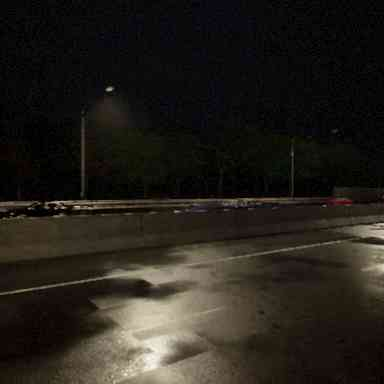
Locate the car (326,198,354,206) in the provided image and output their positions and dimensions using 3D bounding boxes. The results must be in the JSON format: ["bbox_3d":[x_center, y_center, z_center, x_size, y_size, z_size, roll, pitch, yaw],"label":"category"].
[{"bbox_3d":[22.128,1.612,49.814,4.718,1.301,1.895,0,0,-35],"label":"car"}]

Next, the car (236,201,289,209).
[{"bbox_3d":[5.886,1.524,25.387,4.674,1.442,1.812,0,0,-35],"label":"car"}]

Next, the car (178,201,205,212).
[{"bbox_3d":[1.268,1.545,30.694,5.357,1.411,2.033,0,0,-35],"label":"car"}]

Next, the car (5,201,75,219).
[{"bbox_3d":[-11.668,1.502,25.762,4.892,1.490,1.837,0,0,-35],"label":"car"}]

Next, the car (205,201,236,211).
[{"bbox_3d":[3.900,1.490,28.270,4.902,1.511,2.128,0,0,-35],"label":"car"}]
